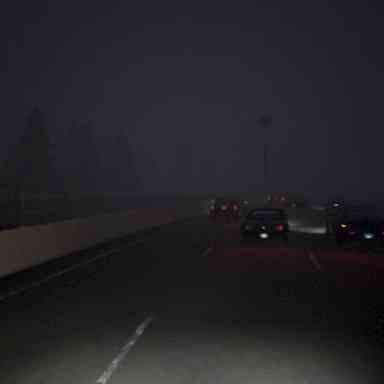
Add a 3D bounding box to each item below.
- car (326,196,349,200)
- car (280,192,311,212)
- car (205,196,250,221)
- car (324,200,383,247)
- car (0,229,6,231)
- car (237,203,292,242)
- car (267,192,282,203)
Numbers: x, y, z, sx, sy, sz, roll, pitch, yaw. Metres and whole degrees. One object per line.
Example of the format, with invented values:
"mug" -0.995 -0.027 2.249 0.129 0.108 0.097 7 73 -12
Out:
"car" 13.015 1.048 29.734 1.994 1.385 4.181 -1 1 27
"car" 10.138 1.002 31.797 1.882 1.535 5.008 -1 0 27
"car" 2.918 1.085 24.376 2.097 1.767 4.553 -1 0 22
"car" 6.628 1.276 13.535 1.812 1.442 4.674 -1 0 16
"car" -8.561 1.583 11.138 1.837 1.490 4.892 -1 0 12
"car" 3.464 1.400 15.275 1.895 1.301 4.718 -1 1 16
"car" 10.640 0.798 39.827 2.097 1.767 4.553 -1 1 31
